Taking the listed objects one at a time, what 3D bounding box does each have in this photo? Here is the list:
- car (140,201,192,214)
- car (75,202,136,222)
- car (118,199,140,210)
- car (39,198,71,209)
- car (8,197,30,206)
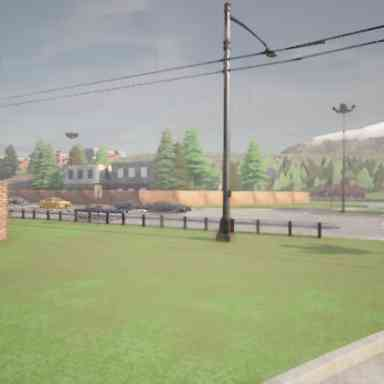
[{"bbox_3d":[-2.662,1.667,36.669,5.357,1.411,2.033,0,0,29],"label":"car"},{"bbox_3d":[-7.285,1.662,27.225,4.718,1.301,1.895,0,0,29],"label":"car"},{"bbox_3d":[-8.405,1.680,43.881,4.181,1.385,1.994,0,0,29],"label":"car"},{"bbox_3d":[-18.752,1.548,45.648,5.008,1.535,1.882,0,0,29],"label":"car"},{"bbox_3d":[-28.984,1.580,55.402,4.674,1.442,1.812,0,0,29],"label":"car"}]
